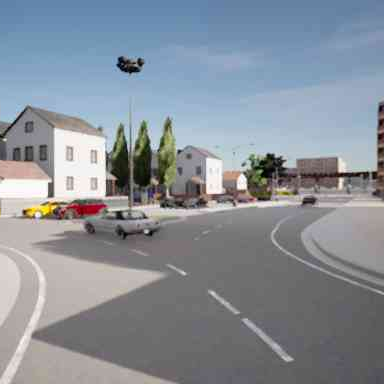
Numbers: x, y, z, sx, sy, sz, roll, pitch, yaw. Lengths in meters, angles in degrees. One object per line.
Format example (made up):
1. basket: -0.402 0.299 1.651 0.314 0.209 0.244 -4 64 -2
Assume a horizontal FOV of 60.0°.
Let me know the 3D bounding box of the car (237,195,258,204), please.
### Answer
1. car: 9.638 1.270 59.277 1.882 1.535 5.008 0 0 28

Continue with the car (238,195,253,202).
1. car: 11.281 1.275 69.844 1.812 1.442 4.674 0 0 28

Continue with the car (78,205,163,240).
1. car: -3.695 1.572 17.086 4.718 1.301 1.895 0 0 44

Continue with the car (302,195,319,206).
1. car: 17.547 1.286 49.398 1.837 1.490 4.892 0 0 28

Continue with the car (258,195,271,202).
1. car: 14.946 1.328 69.284 1.895 1.301 4.718 0 0 28

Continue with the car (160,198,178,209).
1. car: -2.494 1.455 44.015 1.994 1.385 4.181 0 0 29

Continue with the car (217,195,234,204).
1. car: 6.068 1.313 60.012 1.837 1.490 4.892 0 0 28

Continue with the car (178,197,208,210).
1. car: 0.505 1.408 42.199 1.812 1.442 4.674 0 0 28

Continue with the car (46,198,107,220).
1. car: -9.364 1.320 28.001 2.097 1.767 4.553 0 0 43

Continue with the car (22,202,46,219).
1. car: -12.449 1.456 29.734 1.882 1.535 5.008 0 0 44
